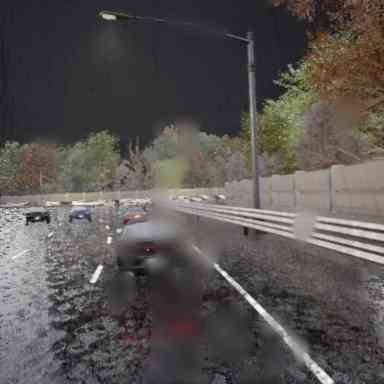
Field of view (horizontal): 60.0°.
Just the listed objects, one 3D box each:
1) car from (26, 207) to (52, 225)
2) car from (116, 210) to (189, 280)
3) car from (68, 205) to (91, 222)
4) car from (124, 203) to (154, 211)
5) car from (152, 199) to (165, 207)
[{"bbox_3d":[-13.930,2.089,30.313,1.882,1.535,5.008,-2,0,-21],"label":"car"},{"bbox_3d":[-1.327,1.550,10.415,1.882,1.535,5.008,-2,0,-10],"label":"car"},{"bbox_3d":[-10.695,2.011,31.641,1.812,1.442,4.674,-2,0,-21],"label":"car"},{"bbox_3d":[-4.462,1.792,26.602,1.994,1.385,4.181,-2,0,-12],"label":"car"},{"bbox_3d":[-5.645,1.902,60.051,1.994,1.385,4.181,-2,0,15],"label":"car"}]
